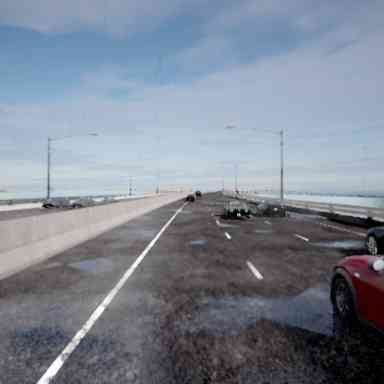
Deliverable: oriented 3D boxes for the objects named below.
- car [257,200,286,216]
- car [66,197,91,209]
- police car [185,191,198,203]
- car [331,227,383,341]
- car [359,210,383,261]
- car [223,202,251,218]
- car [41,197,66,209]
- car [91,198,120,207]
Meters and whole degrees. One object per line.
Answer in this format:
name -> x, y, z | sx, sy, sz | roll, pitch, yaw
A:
car -> 7.286, 1.469, 30.850 | 1.994, 1.385, 4.181 | 0, 0, 1
car -> -13.740, 1.407, 42.526 | 2.033, 1.411, 5.357 | 0, 0, 1
police car -> -0.274, 1.196, 64.779 | 1.930, 1.638, 5.238 | 0, 0, 1
car -> 3.609, 1.340, 4.326 | 2.097, 1.767, 4.553 | 0, 0, 0
car -> 7.125, 1.451, 9.830 | 1.882, 1.535, 5.008 | 0, 0, 0
car -> 3.760, 1.513, 28.642 | 1.895, 1.301, 4.718 | 0, 0, 1
car -> -17.238, 1.407, 42.579 | 2.033, 1.411, 5.357 | 0, 0, 1
car -> -10.268, 1.413, 41.052 | 2.033, 1.411, 5.357 | 0, 0, 1
